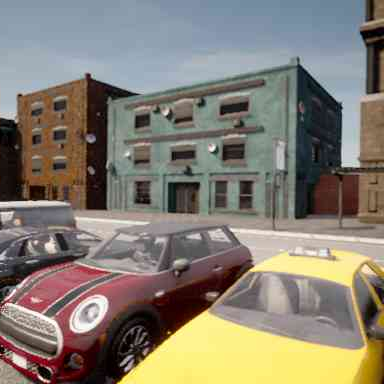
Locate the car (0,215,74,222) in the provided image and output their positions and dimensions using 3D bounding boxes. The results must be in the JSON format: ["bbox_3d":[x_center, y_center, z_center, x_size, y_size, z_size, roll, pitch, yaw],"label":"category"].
[{"bbox_3d":[-3.086,1.480,7.347,2.231,1.521,4.892,0,0,36],"label":"car"}]

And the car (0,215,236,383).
[{"bbox_3d":[-0.697,1.353,5.686,2.185,1.767,4.553,0,0,36],"label":"car"}]

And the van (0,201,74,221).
[{"bbox_3d":[-5.415,1.251,8.875,1.878,1.987,4.442,0,0,36],"label":"van"}]

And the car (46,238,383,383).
[{"bbox_3d":[1.339,1.477,3.965,1.946,1.575,5.366,0,0,36],"label":"car"}]
